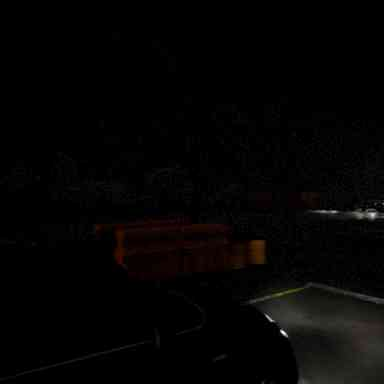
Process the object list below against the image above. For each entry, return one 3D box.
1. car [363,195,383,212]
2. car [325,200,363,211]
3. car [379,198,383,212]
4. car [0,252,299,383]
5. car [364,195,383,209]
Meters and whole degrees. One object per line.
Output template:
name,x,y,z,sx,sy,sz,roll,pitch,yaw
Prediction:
car,23.760,1.422,42.395,5.566,2.045,2.150,0,0,-35
car,19.843,1.739,43.921,5.357,1.411,2.033,0,0,-35
car,24.160,1.684,38.408,4.902,1.511,2.128,0,0,-35
car,-1.116,1.358,2.957,4.553,1.767,2.097,1,0,-35
car,28.336,1.457,49.901,5.566,2.045,2.150,0,0,-36
